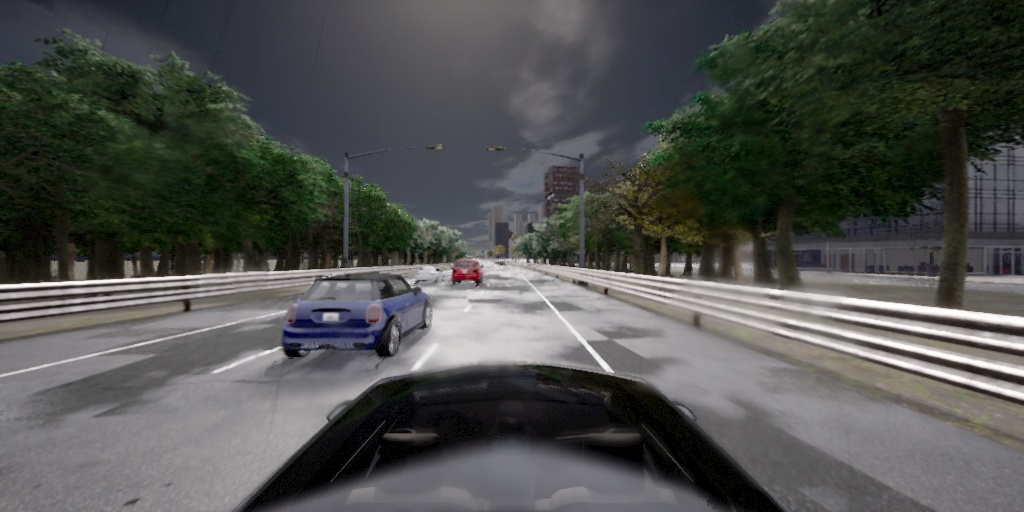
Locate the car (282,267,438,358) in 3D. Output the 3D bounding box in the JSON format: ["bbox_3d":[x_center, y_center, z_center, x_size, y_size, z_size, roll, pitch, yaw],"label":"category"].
[{"bbox_3d":[-3.422,1.192,8.896,2.097,1.767,4.553,0,-1,0],"label":"car"}]

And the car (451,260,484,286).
[{"bbox_3d":[-3.598,1.325,29.462,2.150,2.045,5.566,0,-1,-1],"label":"car"}]

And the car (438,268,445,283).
[{"bbox_3d":[-7.112,1.655,31.312,1.812,1.442,4.674,0,-1,-1],"label":"car"}]
